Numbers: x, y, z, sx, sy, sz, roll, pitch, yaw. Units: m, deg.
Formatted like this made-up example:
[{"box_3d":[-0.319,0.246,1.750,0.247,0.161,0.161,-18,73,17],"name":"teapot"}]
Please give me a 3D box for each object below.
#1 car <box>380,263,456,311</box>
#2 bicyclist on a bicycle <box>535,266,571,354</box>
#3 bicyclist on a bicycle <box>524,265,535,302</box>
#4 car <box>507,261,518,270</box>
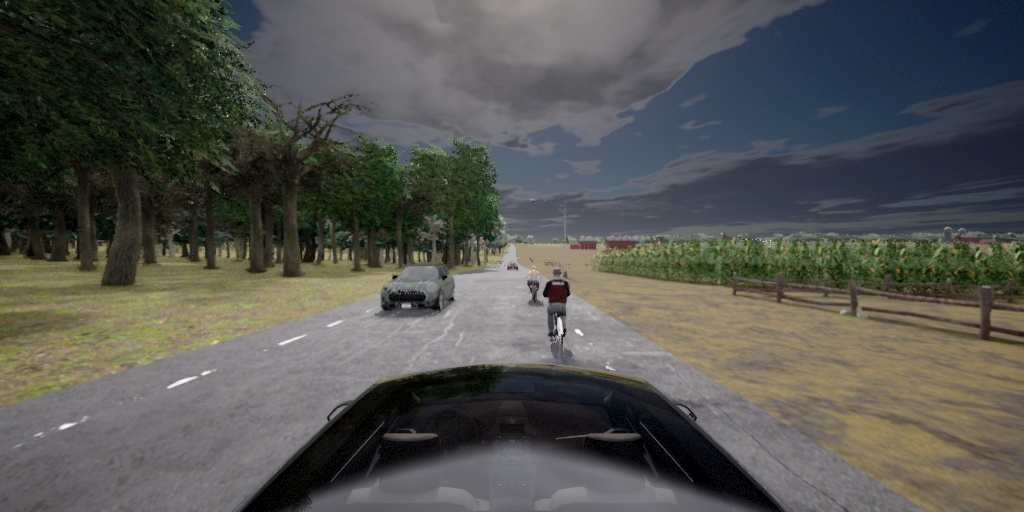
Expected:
[{"box_3d":[-3.594,1.115,14.462,2.097,1.767,4.553,0,0,0],"name":"car"},{"box_3d":[0.966,1.125,7.876,0.659,1.776,1.843,0,0,0],"name":"bicyclist on a bicycle"},{"box_3d":[0.969,1.204,16.034,0.866,1.612,1.509,0,0,0],"name":"bicyclist on a bicycle"},{"box_3d":[0.129,1.781,62.291,1.895,1.301,4.718,0,-1,0],"name":"car"}]
